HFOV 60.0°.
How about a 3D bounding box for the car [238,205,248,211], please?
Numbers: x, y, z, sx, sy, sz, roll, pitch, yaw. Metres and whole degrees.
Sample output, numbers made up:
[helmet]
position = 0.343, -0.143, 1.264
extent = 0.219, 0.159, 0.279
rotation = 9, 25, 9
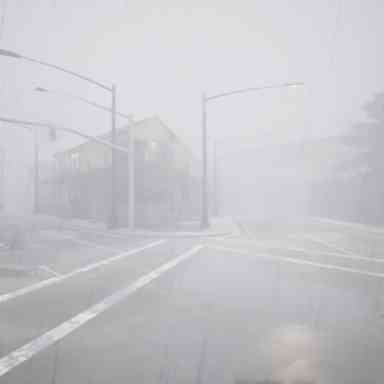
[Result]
[car]
position = 11.124, 3.447, 72.013
extent = 1.895, 1.301, 4.718
rotation = -1, -2, 14
